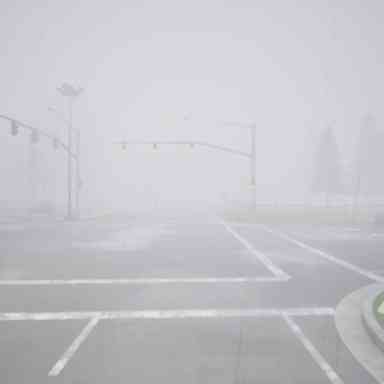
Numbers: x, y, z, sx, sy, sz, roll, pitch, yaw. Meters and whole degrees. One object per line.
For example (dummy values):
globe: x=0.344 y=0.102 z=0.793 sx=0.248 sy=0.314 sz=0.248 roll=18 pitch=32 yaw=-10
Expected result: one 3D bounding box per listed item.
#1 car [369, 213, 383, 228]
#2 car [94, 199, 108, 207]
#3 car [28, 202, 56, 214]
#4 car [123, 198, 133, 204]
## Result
car: x=14.412 y=1.722 z=22.059 sx=4.902 sy=1.511 sz=2.128 roll=0 pitch=-1 yaw=1
car: x=-18.475 y=2.184 z=67.874 sx=1.882 sy=1.535 sz=5.008 roll=0 pitch=-1 yaw=0
car: x=-18.474 y=2.009 z=41.261 sx=1.812 sy=1.442 sz=4.674 roll=0 pitch=0 yaw=0
car: x=-17.909 y=2.498 z=93.622 sx=1.812 sy=1.442 sz=4.674 roll=0 pitch=-1 yaw=2
